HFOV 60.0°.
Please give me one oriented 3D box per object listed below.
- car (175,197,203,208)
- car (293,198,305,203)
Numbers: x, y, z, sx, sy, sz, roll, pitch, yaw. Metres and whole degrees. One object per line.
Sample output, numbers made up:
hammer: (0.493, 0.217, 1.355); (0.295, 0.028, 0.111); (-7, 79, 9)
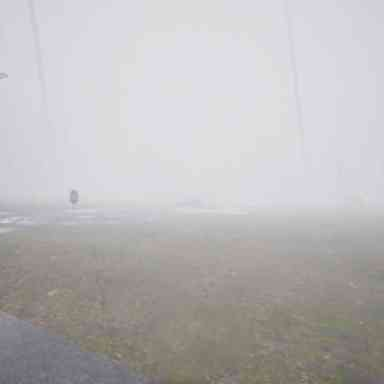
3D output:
car: (-0.336, 1.474, 47.047); (1.882, 1.535, 5.008); (2, 2, 36)
car: (27.623, 2.106, 85.703); (1.895, 1.301, 4.718); (2, 1, 36)
